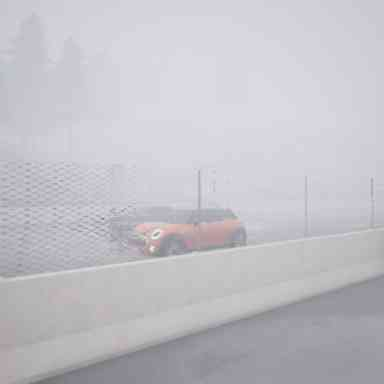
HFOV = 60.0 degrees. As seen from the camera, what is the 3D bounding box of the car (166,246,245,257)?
[{"bbox_3d":[-0.082,1.367,12.553,4.553,1.767,2.097,0,0,-36],"label":"car"}]
